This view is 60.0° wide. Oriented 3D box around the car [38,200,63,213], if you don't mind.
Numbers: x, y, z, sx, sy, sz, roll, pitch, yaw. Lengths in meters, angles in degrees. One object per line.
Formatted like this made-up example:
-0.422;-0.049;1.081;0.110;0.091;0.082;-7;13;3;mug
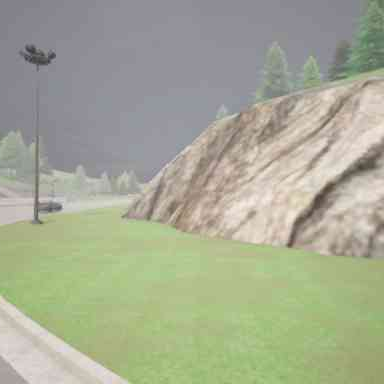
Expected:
-16.936;1.686;39.470;2.128;1.511;4.902;0;0;-2;car
